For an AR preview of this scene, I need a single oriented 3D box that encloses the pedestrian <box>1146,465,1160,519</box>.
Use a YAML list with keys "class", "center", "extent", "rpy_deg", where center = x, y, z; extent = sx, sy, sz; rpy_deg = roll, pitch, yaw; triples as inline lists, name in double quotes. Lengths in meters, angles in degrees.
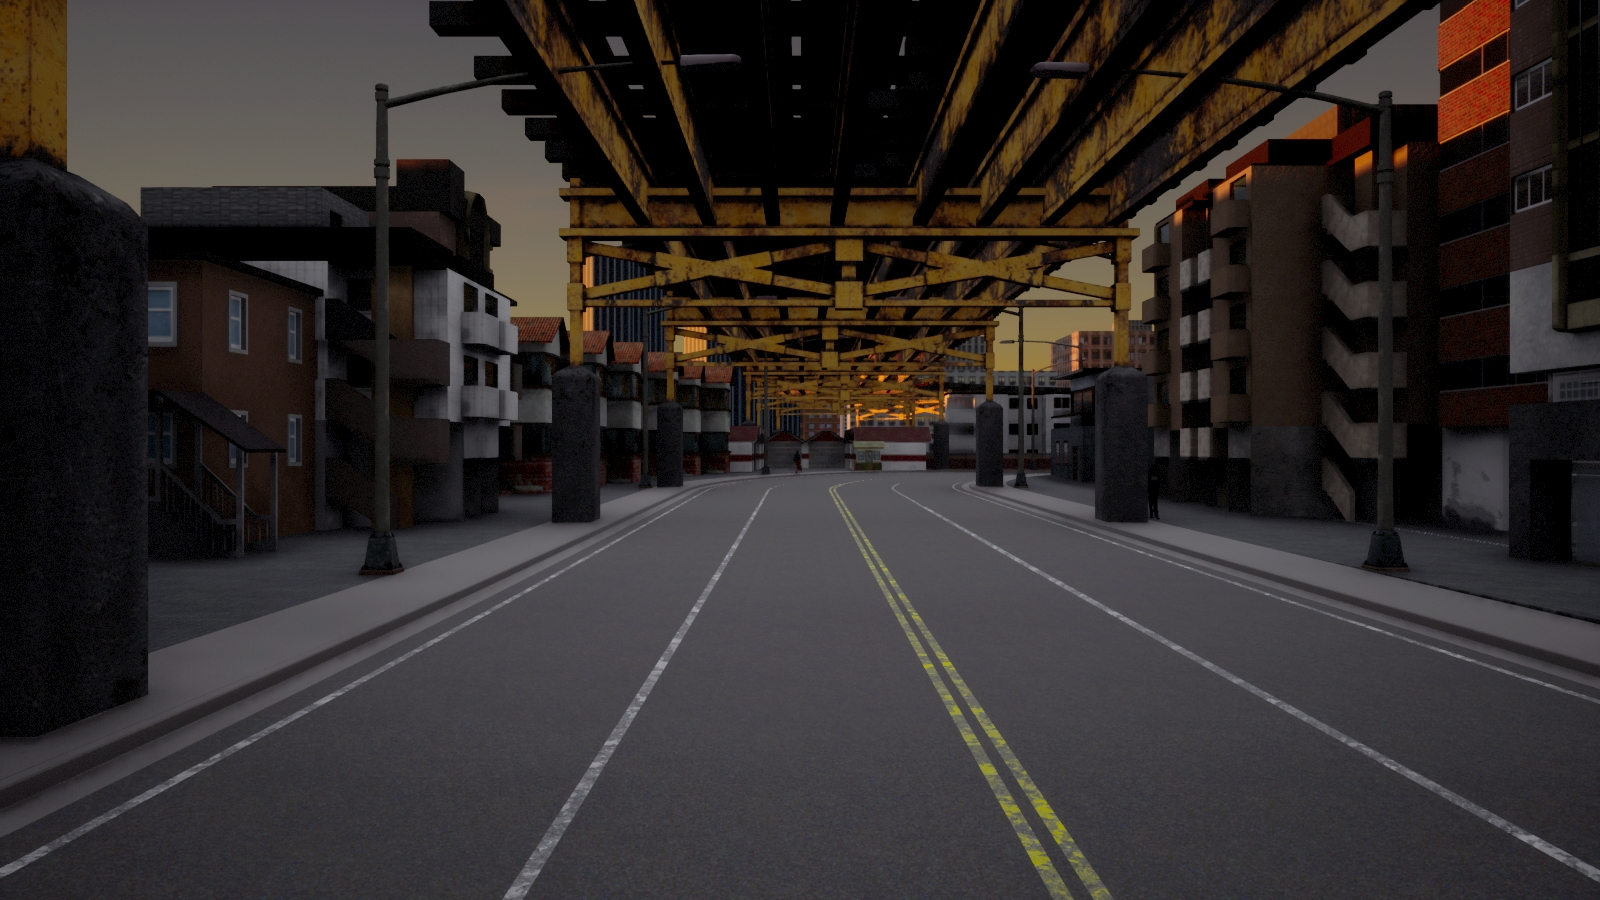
- class: "pedestrian"
  center: [12.098, 1.434, 39.172]
  extent: [0.375, 1.860, 0.375]
  rpy_deg: [0, 0, 0]
